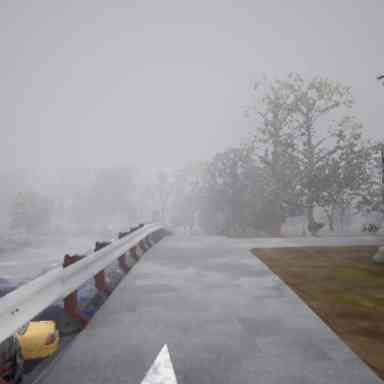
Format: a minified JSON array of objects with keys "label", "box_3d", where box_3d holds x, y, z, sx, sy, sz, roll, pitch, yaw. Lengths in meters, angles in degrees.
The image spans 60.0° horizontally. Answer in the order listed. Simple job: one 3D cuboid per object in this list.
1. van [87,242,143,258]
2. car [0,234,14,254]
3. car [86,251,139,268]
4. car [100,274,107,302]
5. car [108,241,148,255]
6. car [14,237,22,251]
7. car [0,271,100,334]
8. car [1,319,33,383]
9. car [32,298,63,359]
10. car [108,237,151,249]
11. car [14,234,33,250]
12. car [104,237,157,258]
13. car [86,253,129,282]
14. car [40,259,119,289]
[{"label":"van","box_3d":[-6.837,5.636,28.642,4.442,1.987,1.878,2,-4,-20]},{"label":"car","box_3d":[-23.908,6.214,37.771,5.566,2.045,2.435,1,-4,-20]},{"label":"car","box_3d":[-6.929,5.659,25.566,4.892,1.521,2.231,2,-4,-20]},{"label":"car","box_3d":[-6.932,5.086,16.510,4.792,1.488,2.163,2,-4,-20]},{"label":"car","box_3d":[-6.925,5.932,31.611,4.553,1.767,2.185,2,-4,-20]},{"label":"car","box_3d":[-23.924,6.689,40.712,4.792,1.488,2.163,1,-4,-20]},{"label":"car","box_3d":[-6.860,4.608,13.533,5.566,2.045,2.435,2,-4,-20]},{"label":"car","box_3d":[-6.896,4.205,7.484,5.566,2.045,2.435,2,-4,-20]},{"label":"car","box_3d":[-7.052,4.647,10.423,5.366,1.575,1.946,2,-4,-20]},{"label":"car","box_3d":[-6.988,6.003,34.611,5.566,2.045,2.435,2,-4,-20]},{"label":"car","box_3d":[-23.976,6.602,43.642,5.566,2.045,2.435,1,-4,-20]},{"label":"car","box_3d":[-6.959,6.206,37.665,5.566,2.045,2.435,2,-4,-20]},{"label":"car","box_3d":[-6.961,5.332,22.560,4.553,1.767,2.185,2,-4,-20]},{"label":"car","box_3d":[-6.941,5.131,19.537,4.553,1.767,2.185,2,-4,-20]}]
